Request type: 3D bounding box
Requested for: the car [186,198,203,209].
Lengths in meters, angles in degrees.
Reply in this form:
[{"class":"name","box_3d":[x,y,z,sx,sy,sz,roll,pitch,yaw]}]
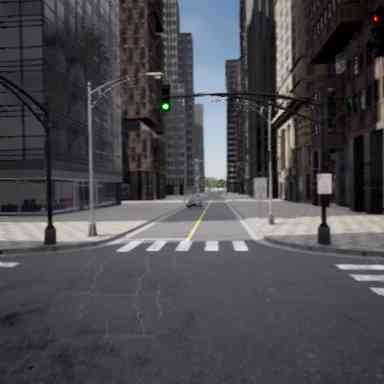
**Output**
[{"class":"car","box_3d":[0.388,1.464,43.354,1.994,1.385,4.181,-1,0,4]}]
